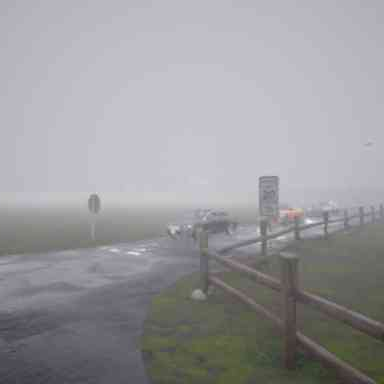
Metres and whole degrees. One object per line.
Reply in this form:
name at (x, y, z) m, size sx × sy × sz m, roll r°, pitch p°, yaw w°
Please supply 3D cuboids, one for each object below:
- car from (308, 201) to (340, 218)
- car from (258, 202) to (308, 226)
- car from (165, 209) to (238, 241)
car at (13.368, 1.683, 33.757) m, size 2.097 × 1.767 × 4.553 m, roll -1°, pitch -1°, yaw 39°
car at (6.968, 1.617, 25.876) m, size 2.097 × 1.767 × 4.553 m, roll -1°, pitch -1°, yaw 39°
car at (0.629, 1.691, 18.073) m, size 2.128 × 1.511 × 4.902 m, roll -1°, pitch -1°, yaw 39°
